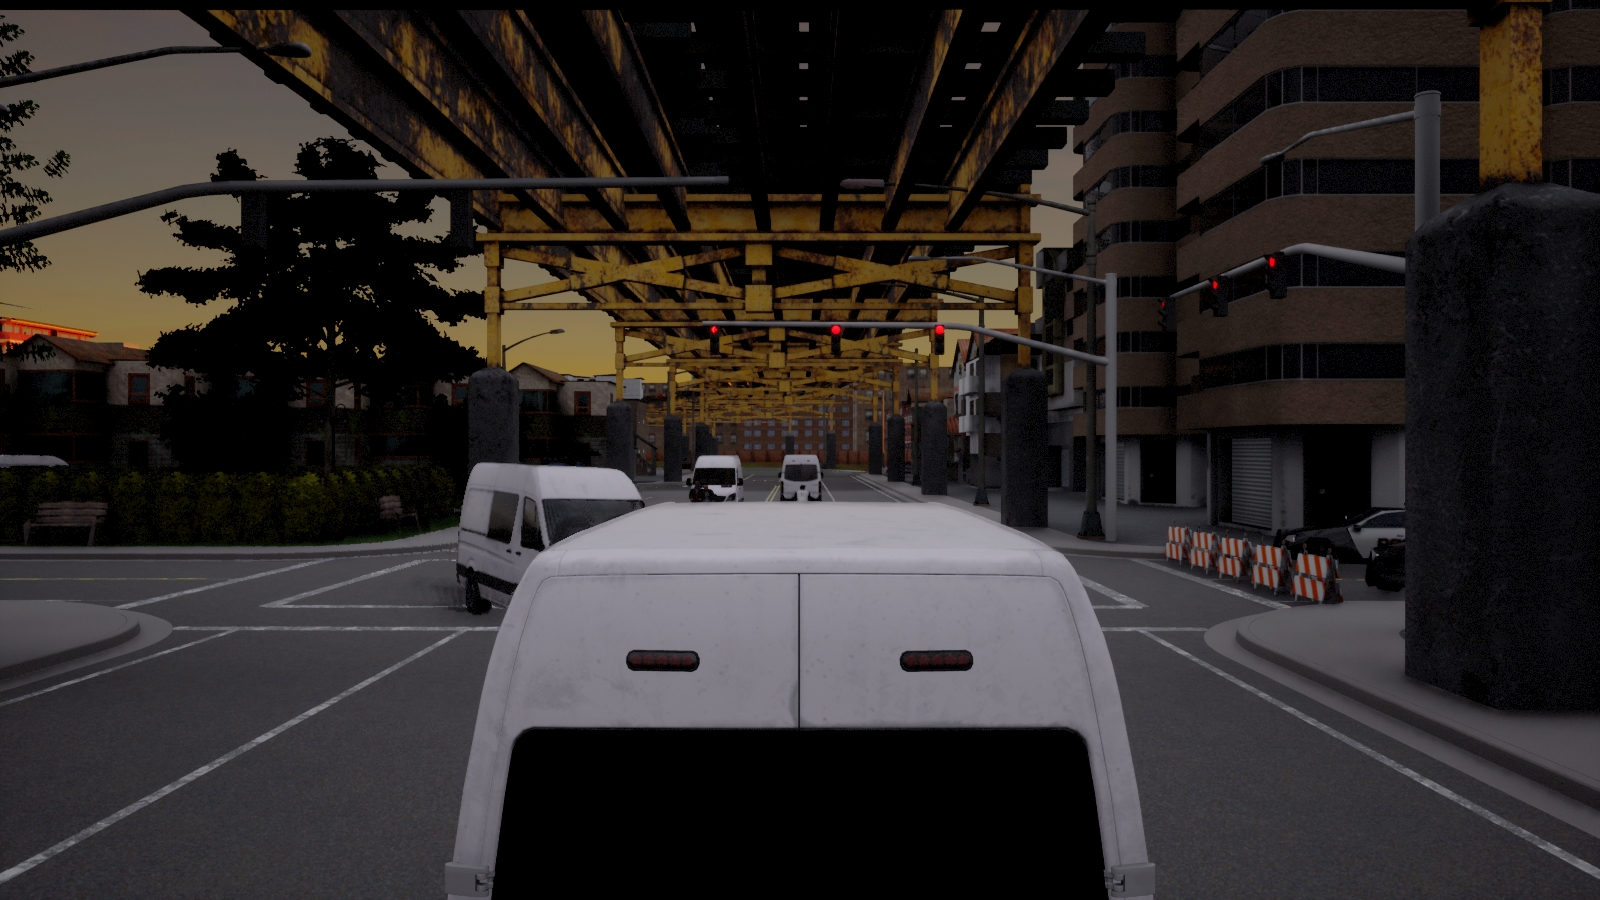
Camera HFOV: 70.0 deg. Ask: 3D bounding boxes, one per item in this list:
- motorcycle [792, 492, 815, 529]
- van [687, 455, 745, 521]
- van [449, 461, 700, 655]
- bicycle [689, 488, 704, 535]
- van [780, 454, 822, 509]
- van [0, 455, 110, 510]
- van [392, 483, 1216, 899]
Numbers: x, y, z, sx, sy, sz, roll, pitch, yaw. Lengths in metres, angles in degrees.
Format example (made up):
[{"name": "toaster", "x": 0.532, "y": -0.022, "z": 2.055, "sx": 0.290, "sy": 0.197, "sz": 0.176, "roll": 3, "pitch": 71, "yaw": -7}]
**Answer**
[{"name": "motorcycle", "x": 0.111, "y": 2.156, "z": 41.283, "sx": 0.803, "sy": 1.224, "sz": 2.033, "roll": 0, "pitch": 0, "yaw": 0}, {"name": "van", "x": -3.456, "y": 1.514, "z": 48.058, "sx": 1.988, "sy": 2.561, "sz": 5.915, "roll": 0, "pitch": 0, "yaw": 0}, {"name": "van", "x": -3.866, "y": 1.526, "z": 18.482, "sx": 1.988, "sy": 2.561, "sz": 5.915, "roll": 3, "pitch": -1, "yaw": -31}, {"name": "bicycle", "x": -3.463, "y": 2.031, "z": 38.264, "sx": 0.329, "sy": 1.496, "sz": 1.835, "roll": 0, "pitch": 0, "yaw": 1}, {"name": "van", "x": 0.058, "y": 1.510, "z": 57.300, "sx": 1.988, "sy": 2.561, "sz": 5.915, "roll": 0, "pitch": 0, "yaw": 0}, {"name": "van", "x": -36.573, "y": 1.511, "z": 54.537, "sx": 1.988, "sy": 2.561, "sz": 5.915, "roll": 0, "pitch": 0, "yaw": 45}, {"name": "van", "x": 0.015, "y": 1.531, "z": 5.717, "sx": 1.988, "sy": 2.561, "sz": 5.915, "roll": 0, "pitch": 0, "yaw": 0}]
